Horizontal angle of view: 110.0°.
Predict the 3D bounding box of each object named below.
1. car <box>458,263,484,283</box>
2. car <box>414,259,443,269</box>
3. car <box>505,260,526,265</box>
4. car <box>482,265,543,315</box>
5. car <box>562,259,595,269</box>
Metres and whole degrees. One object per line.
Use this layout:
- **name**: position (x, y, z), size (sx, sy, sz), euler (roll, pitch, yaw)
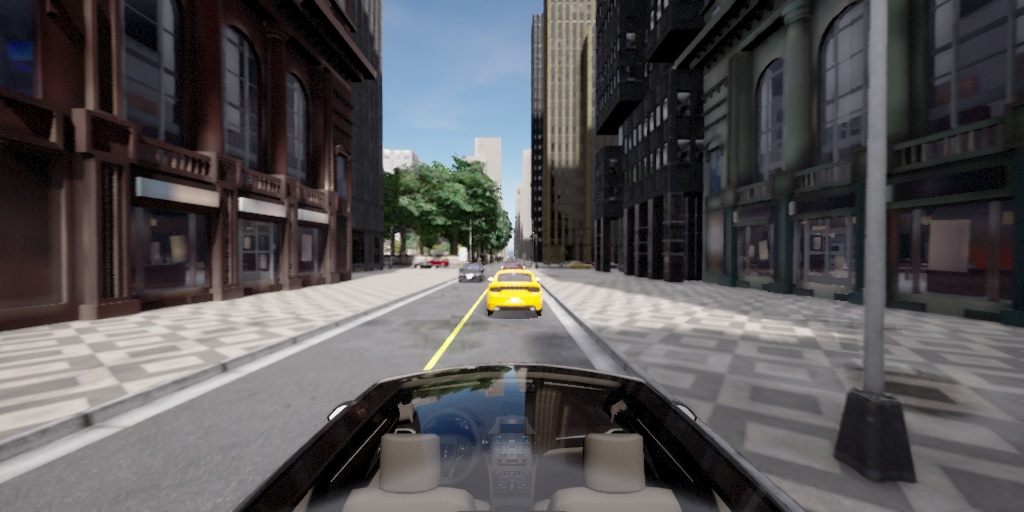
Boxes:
- **car**: position (-3.100, 1.323, 28.626), size (2.128, 1.511, 4.902), euler (0, 0, 0)
- **car**: position (-15.070, 1.638, 63.395), size (4.313, 1.339, 1.948), euler (0, 0, 0)
- **car**: position (0.093, 1.316, 30.461), size (1.882, 1.535, 5.008), euler (0, 0, 0)
- **car**: position (0.091, 1.260, 13.823), size (1.882, 1.535, 5.008), euler (0, 0, 0)
- **car**: position (11.764, 1.619, 63.248), size (4.829, 1.417, 1.751), euler (0, 0, 0)
